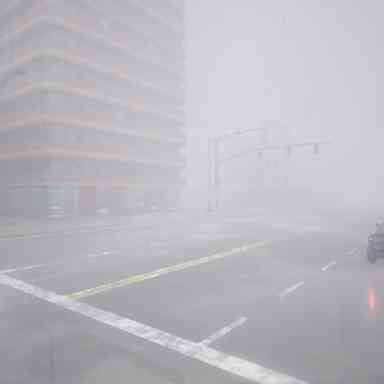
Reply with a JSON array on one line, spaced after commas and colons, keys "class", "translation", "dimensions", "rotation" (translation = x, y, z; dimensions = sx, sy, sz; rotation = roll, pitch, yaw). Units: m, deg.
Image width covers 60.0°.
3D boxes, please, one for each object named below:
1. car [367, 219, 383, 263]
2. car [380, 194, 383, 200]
[{"class": "car", "translation": [7.107, 1.503, 11.010], "dimensions": [1.812, 1.442, 4.674], "rotation": [0, 0, 38]}, {"class": "car", "translation": [46.543, 1.290, 79.114], "dimensions": [2.033, 1.411, 5.357], "rotation": [0, 0, 38]}]
